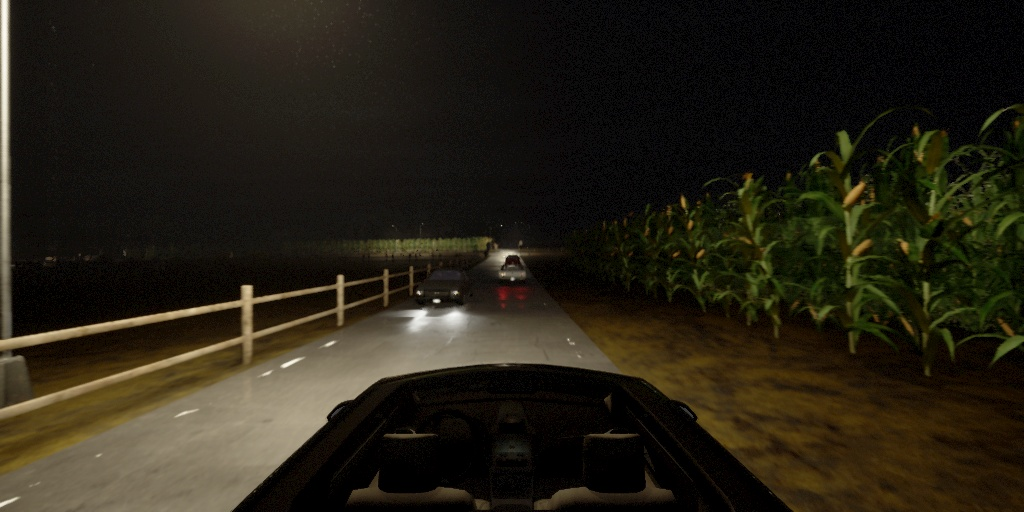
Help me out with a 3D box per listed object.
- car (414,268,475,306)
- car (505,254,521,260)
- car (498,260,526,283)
[{"bbox_3d":[-2.763,1.258,15.864,2.033,1.411,5.357,0,0,0],"label":"car"},{"bbox_3d":[0.085,0.527,45.940,1.882,1.535,5.008,0,2,0],"label":"car"},{"bbox_3d":[0.048,1.187,25.716,1.895,1.301,4.718,0,1,1],"label":"car"}]
